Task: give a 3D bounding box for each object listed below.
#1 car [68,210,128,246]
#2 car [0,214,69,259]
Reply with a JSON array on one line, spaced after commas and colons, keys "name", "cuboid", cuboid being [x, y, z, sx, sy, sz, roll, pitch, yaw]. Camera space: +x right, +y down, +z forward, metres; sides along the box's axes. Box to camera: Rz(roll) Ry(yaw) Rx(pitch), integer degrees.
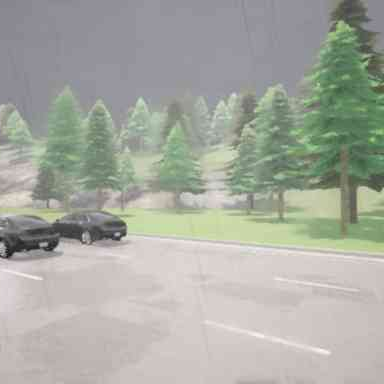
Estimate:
[{"name": "car", "cuboid": [-5.280, 1.655, 16.262, 4.892, 1.490, 1.837, 0, 0, 36]}, {"name": "car", "cuboid": [-7.312, 1.655, 13.412, 4.892, 1.490, 1.837, 0, 0, 36]}]
